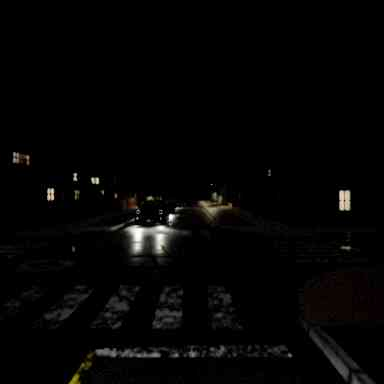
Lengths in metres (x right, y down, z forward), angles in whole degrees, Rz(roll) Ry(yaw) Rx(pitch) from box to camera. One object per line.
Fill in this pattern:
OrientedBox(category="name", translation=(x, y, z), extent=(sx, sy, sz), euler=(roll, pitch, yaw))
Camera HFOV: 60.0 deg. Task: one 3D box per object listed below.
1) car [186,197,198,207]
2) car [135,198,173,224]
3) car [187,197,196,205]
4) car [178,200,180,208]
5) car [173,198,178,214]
OrientedBox(category="car", translation=(-0.035, 1.655, 56.338), extent=(1.882, 1.535, 5.008), euler=(0, 0, 0))
OrientedBox(category="car", translation=(-2.908, 1.392, 24.988), extent=(2.097, 1.767, 4.553), euler=(0, 0, 1))
OrientedBox(category="car", translation=(-0.041, 1.776, 66.756), extent=(1.812, 1.442, 4.674), euler=(0, 0, 0))
OrientedBox(category="car", translation=(-2.851, 1.702, 52.679), extent=(2.033, 1.411, 5.357), euler=(0, 0, 0))
OrientedBox(category="car", translation=(-2.863, 1.637, 36.040), extent=(1.994, 1.385, 4.181), euler=(0, 0, 0))
